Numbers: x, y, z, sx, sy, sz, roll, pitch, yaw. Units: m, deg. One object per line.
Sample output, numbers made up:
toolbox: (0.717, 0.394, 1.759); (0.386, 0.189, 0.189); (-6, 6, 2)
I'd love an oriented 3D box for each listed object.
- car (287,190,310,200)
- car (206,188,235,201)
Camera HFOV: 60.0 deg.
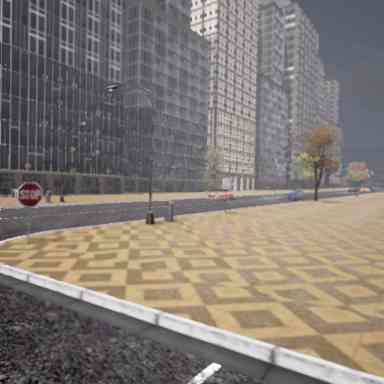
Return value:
car: (15.804, 0.457, 49.241); (2.033, 1.411, 5.357); (2, 2, 36)
car: (3.786, 0.242, 43.938); (2.097, 1.767, 4.553); (2, 2, 36)
